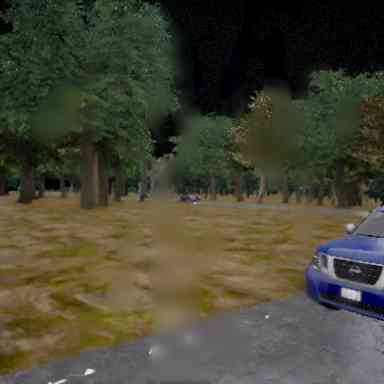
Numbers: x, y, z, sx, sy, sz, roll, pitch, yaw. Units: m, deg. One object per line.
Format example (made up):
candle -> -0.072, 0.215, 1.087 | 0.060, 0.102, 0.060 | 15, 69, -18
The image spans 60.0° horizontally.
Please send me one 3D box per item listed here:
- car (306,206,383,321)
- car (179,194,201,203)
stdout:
car -> 4.706, 1.251, 6.726 | 5.566, 2.045, 2.150 | 1, 0, -35
car -> -0.321, 1.061, 54.561 | 1.994, 1.385, 4.181 | 0, 1, -37
